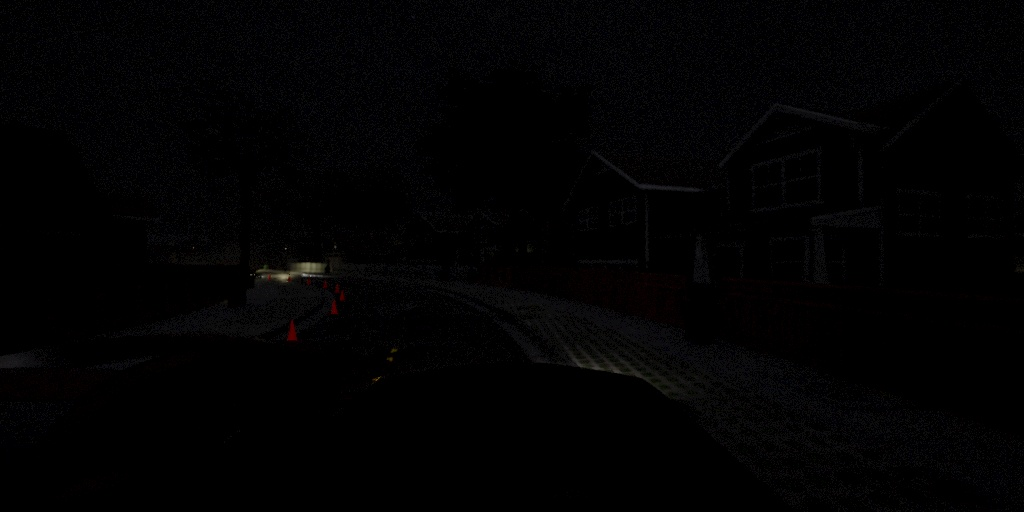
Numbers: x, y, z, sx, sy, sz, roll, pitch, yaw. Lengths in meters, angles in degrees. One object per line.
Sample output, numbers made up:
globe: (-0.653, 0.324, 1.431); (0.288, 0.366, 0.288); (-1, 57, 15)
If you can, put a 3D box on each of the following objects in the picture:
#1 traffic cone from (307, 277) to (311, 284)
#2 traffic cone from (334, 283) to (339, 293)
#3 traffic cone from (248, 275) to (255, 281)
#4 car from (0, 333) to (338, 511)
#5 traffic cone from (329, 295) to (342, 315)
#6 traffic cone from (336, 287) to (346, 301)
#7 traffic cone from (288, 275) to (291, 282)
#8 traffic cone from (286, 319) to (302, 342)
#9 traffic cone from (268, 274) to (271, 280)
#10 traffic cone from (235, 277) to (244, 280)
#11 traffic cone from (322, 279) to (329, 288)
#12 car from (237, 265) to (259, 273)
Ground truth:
traffic cone: (-16.359, 1.993, 28.912); (0.340, 0.580, 0.340); (0, 0, 45)
traffic cone: (-10.496, 1.917, 21.554); (0.340, 0.580, 0.340); (0, 0, -32)
traffic cone: (-27.676, 2.098, 38.363); (0.340, 0.580, 0.340); (0, 0, 39)
car: (-2.576, 1.283, 1.905); (1.812, 1.442, 4.674); (0, -1, -4)
traffic cone: (-6.472, 1.835, 13.051); (0.340, 0.580, 0.340); (0, 0, -19)
traffic cone: (-8.238, 1.877, 17.419); (0.340, 0.580, 0.340); (0, 0, -25)
traffic cone: (-19.911, 2.027, 32.062); (0.340, 0.580, 0.340); (0, 0, 39)
traffic cone: (-5.219, 1.790, 8.509); (0.340, 0.580, 0.340); (0, 0, -12)
traffic cone: (-23.794, 2.062, 35.213); (0.340, 0.580, 0.340); (0, 0, 39)
traffic cone: (-31.559, 2.132, 41.514); (0.340, 0.580, 0.340); (0, 0, 39)
traffic cone: (-13.215, 1.956, 25.402); (0.340, 0.580, 0.340); (0, 0, -39)
car: (-34.536, 1.822, 46.374); (4.718, 1.301, 1.895); (0, -1, 38)
